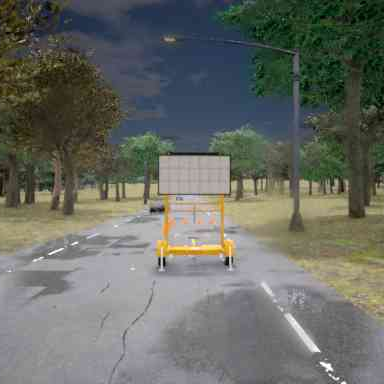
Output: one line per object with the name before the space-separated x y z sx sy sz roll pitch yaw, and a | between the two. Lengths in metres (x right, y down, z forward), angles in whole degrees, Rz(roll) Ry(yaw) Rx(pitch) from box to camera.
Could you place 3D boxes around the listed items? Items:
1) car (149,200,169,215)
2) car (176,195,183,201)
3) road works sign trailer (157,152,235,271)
car | -3.569 1.618 36.713 1.882 1.535 5.008 0 0 0
car | -3.421 1.609 90.488 2.128 1.511 4.902 0 1 0
road works sign trailer | 0.076 0.500 11.019 2.380 3.560 2.880 0 0 -2
